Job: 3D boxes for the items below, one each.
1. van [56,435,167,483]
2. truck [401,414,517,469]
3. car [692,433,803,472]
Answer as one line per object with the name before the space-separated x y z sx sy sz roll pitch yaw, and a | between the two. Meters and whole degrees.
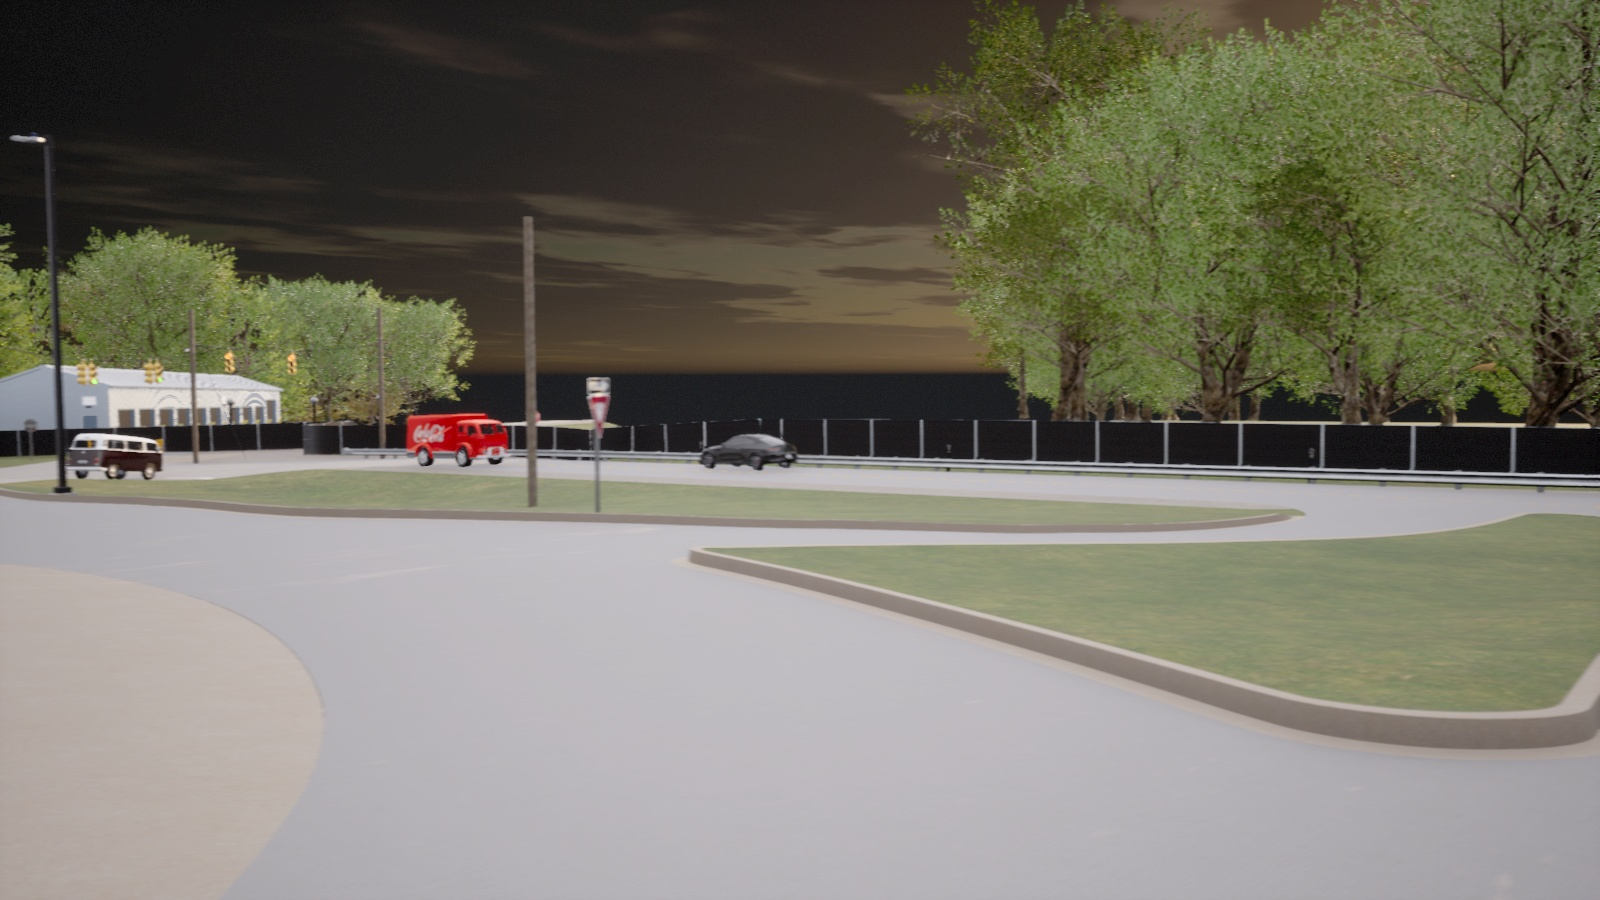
van | -31.457 0.462 57.537 2.069 2.038 4.480 0 -2 9
truck | -16.285 -0.421 59.911 5.204 2.467 2.627 0 3 37
car | -2.202 0.062 51.819 4.674 1.442 1.812 1 3 44
